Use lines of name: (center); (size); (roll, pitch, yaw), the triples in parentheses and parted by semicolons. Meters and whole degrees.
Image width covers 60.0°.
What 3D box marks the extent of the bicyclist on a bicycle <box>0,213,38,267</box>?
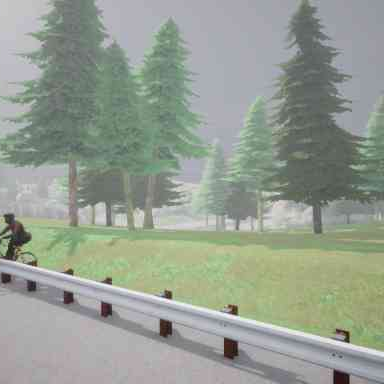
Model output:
bicyclist on a bicycle: (-4.602, 1.371, 8.414); (0.582, 1.620, 1.656); (1, -10, 36)
